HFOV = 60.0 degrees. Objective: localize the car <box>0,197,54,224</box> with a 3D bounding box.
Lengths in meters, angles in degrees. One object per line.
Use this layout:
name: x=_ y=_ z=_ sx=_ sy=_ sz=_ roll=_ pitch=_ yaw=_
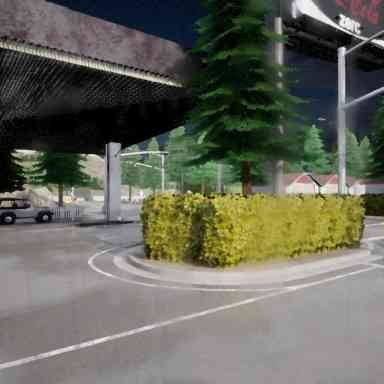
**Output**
car: x=-11.935 y=1.313 z=23.504 sx=3.866 sy=1.878 sz=1.905 roll=0 pitch=0 yaw=-36
